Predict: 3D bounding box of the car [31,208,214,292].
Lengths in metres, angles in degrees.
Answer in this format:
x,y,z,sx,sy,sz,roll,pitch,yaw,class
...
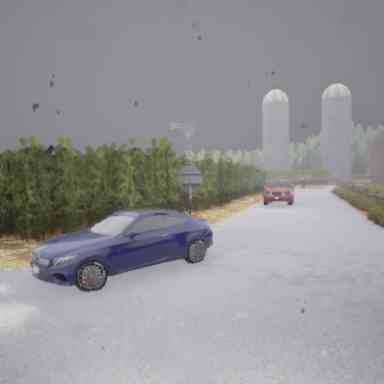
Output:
x,y,z,sx,sy,sz,roll,pitch,yaw,class
-1.425,1.168,8.247,4.674,1.442,1.812,-4,4,-43,car

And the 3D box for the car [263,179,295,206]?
x,y,z,sx,sy,sz,roll,pitch,yaw,class
7.206,-0.025,27.370,2.150,2.045,5.566,0,2,19,car
